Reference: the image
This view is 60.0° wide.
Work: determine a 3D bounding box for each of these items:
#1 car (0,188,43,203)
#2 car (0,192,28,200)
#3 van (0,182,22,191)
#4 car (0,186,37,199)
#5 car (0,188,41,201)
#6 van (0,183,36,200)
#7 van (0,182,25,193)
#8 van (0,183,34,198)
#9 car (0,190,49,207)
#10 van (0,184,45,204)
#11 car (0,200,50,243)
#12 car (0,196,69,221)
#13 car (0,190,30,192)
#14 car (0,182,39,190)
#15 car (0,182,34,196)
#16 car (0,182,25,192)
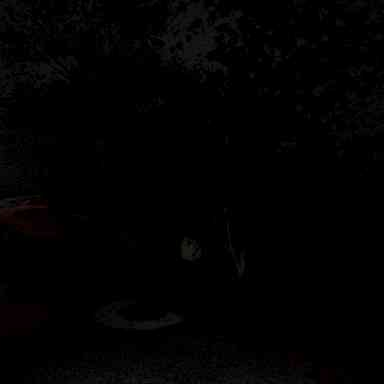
[{"bbox_3d":[-19.190,0.379,36.802,4.792,1.488,2.163,1,2,-30],"label":"car"},{"bbox_3d":[-8.157,1.100,17.598,4.553,1.767,2.185,1,2,-30],"label":"car"},{"bbox_3d":[-39.788,-1.193,72.848,4.442,1.987,1.878,1,1,-30],"label":"van"},{"bbox_3d":[-23.280,0.073,43.877,5.008,1.535,2.097,1,1,-30],"label":"car"},{"bbox_3d":[-20.504,0.285,39.090,4.792,1.488,2.163,1,1,-30],"label":"car"},{"bbox_3d":[-21.985,-0.064,41.401,4.442,1.987,1.878,1,1,-30],"label":"van"},{"bbox_3d":[-34.272,-0.847,63.244,4.442,1.987,1.878,1,1,-30],"label":"van"},{"bbox_3d":[-24.556,-0.237,46.328,4.442,1.987,1.878,1,1,-30],"label":"van"},{"bbox_3d":[-16.421,0.596,31.865,4.792,1.488,2.163,1,2,-30],"label":"car"},{"bbox_3d":[-17.727,0.230,34.438,4.442,1.987,1.878,1,2,-30],"label":"van"},{"bbox_3d":[-6.813,1.336,15.181,5.008,1.535,2.097,1,2,-30],"label":"car"},{"bbox_3d":[-10.886,1.049,22.278,4.674,1.452,2.002,1,2,-30],"label":"car"},{"bbox_3d":[-12.422,0.893,24.586,5.366,1.575,1.946,1,2,-30],"label":"car"},{"bbox_3d":[-14.984,0.427,29.486,5.566,2.045,2.435,1,2,-30],"label":"car"},{"bbox_3d":[-27.438,-0.438,51.057,5.566,2.045,2.435,1,1,-30],"label":"car"},{"bbox_3d":[-38.534,-1.134,70.374,5.566,2.045,2.435,1,1,-30],"label":"car"}]
